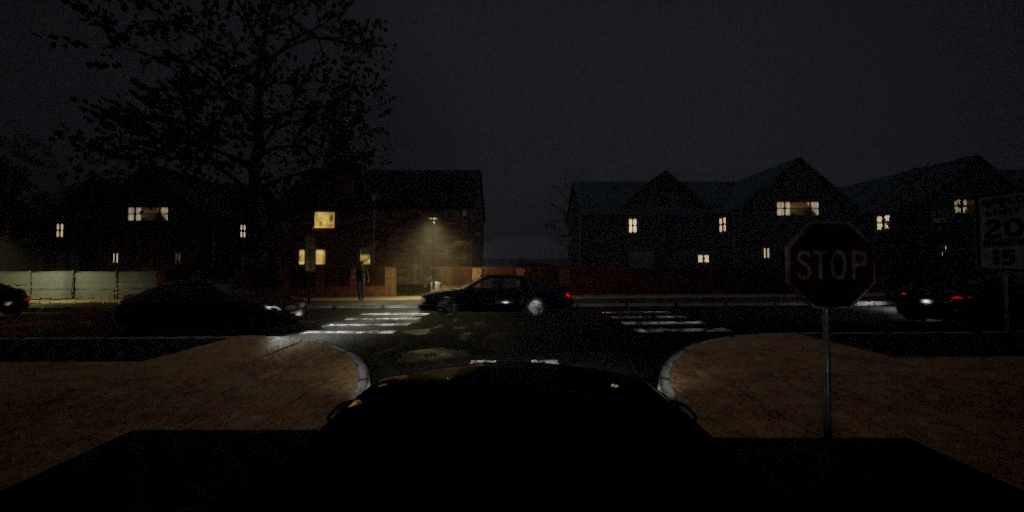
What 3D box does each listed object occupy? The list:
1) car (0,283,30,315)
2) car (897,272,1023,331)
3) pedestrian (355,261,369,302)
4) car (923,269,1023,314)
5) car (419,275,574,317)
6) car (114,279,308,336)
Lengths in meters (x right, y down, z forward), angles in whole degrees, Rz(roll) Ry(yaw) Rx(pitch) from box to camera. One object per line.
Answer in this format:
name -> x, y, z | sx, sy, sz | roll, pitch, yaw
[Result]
car -> -20.804, 1.571, 13.197 | 4.674, 1.442, 1.812 | -1, -1, 1
car -> 13.400, 1.203, 9.841 | 4.181, 1.385, 1.994 | 0, -1, 1
pedestrian -> -6.723, 1.111, 15.957 | 0.375, 1.860, 0.375 | 0, -1, 1
car -> 18.010, 1.201, 12.726 | 4.674, 1.442, 1.812 | 0, -1, 0
car -> -0.519, 1.386, 12.958 | 5.357, 1.411, 2.033 | 0, -1, 1
car -> -8.329, 1.363, 10.108 | 4.674, 1.442, 1.812 | -1, -1, 1
